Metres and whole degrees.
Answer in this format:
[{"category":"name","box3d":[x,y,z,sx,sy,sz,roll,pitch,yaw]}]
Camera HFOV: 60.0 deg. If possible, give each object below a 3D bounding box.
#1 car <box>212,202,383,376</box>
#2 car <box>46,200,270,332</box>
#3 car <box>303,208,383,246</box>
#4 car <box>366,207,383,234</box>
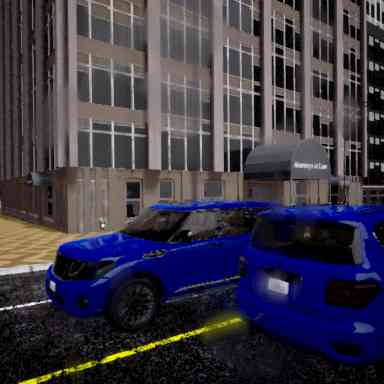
[{"category":"car","box3d":[3.228,1.223,5.614,5.566,2.045,2.150,0,0,-36]},{"category":"car","box3d":[-0.084,1.221,7.184,5.566,2.045,2.150,0,0,-36]},{"category":"car","box3d":[7.474,1.542,15.764,4.507,1.381,1.887,0,-1,-35]},{"category":"car","box3d":[12.101,1.547,19.065,4.403,1.369,2.008,0,-1,-35]}]
